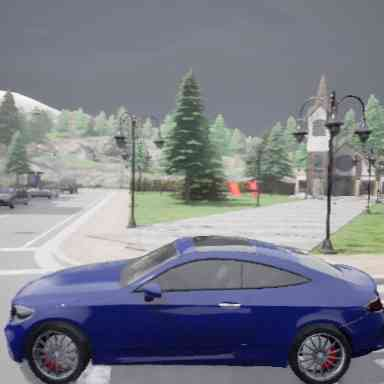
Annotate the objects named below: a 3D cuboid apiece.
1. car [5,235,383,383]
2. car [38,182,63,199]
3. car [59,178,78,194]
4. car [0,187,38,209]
[{"bbox_3d":[0.099,1.349,4.444,4.674,1.442,1.812,2,2,-2],"label":"car"},{"bbox_3d":[-14.759,0.004,33.572,1.895,1.301,4.718,1,2,-10],"label":"car"},{"bbox_3d":[-16.624,-0.812,44.322,2.150,2.045,5.566,1,2,-9],"label":"car"},{"bbox_3d":[-13.017,0.351,23.721,2.033,1.411,5.357,1,2,-10],"label":"car"}]
